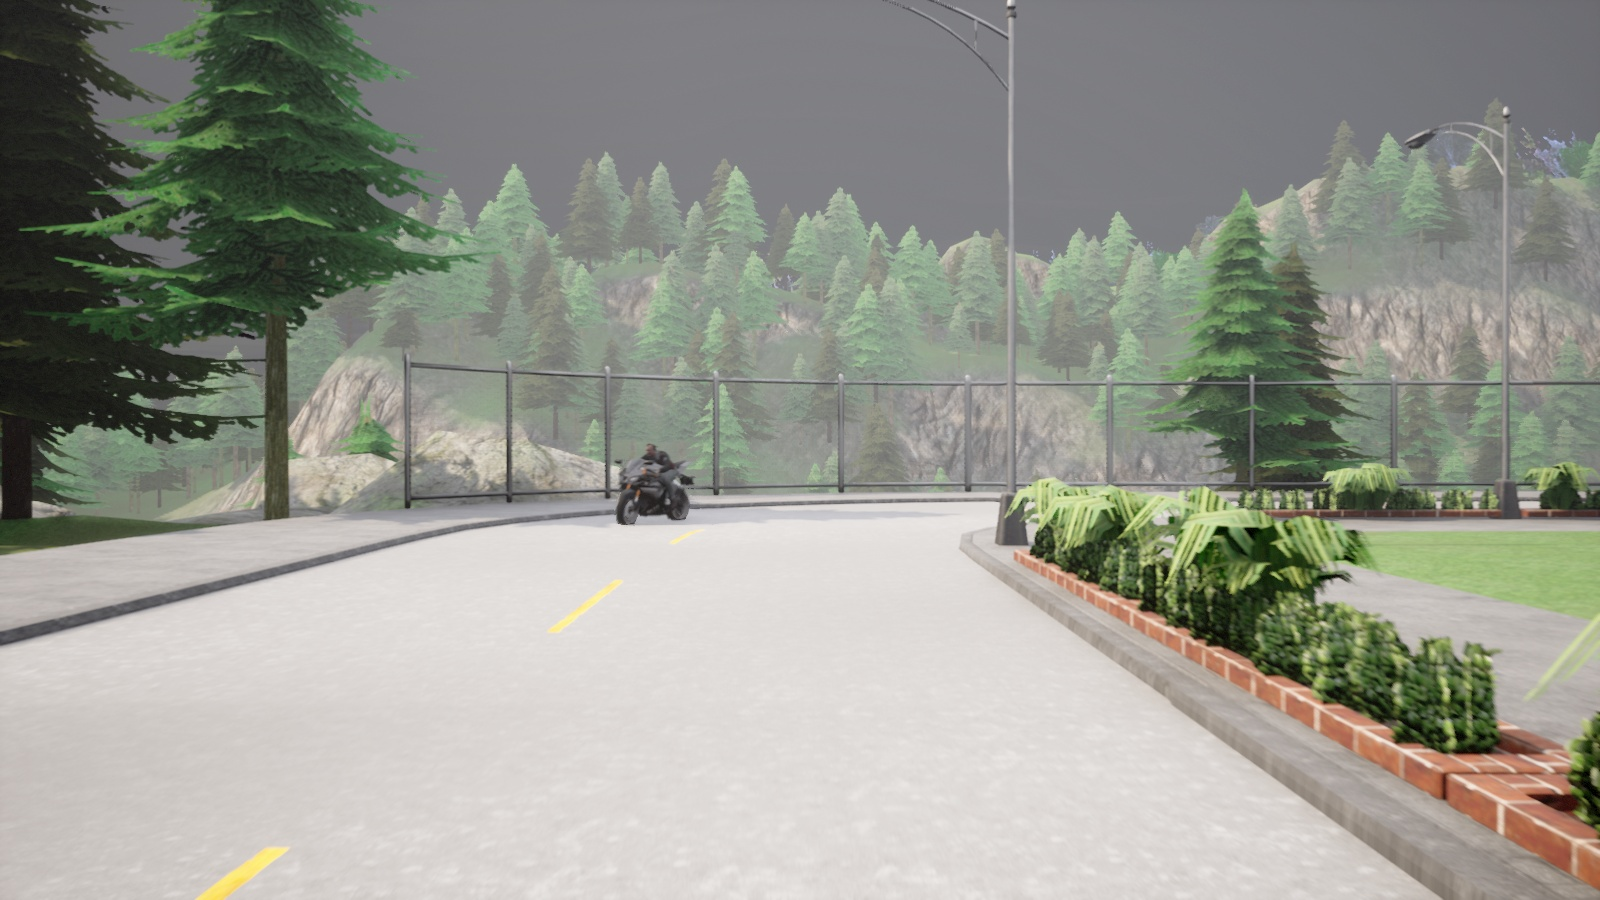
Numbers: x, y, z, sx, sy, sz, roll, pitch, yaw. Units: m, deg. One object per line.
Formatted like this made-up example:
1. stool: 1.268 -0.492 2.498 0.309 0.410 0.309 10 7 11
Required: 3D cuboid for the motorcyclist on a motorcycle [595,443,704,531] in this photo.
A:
1. motorcyclist on a motorcycle: -2.771 0.649 23.395 0.866 1.530 2.191 2 1 30
